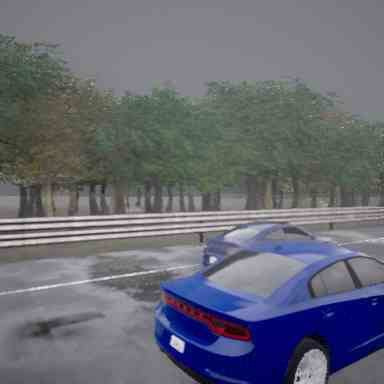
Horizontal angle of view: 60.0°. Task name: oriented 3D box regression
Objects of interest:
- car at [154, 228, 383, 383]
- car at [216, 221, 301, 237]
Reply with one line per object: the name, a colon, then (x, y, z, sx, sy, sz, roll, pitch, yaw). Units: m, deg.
car: (1.870, 1.506, 5.030, 5.008, 1.535, 1.882, 1, 0, -35)
car: (2.444, 1.574, 9.698, 4.674, 1.442, 1.812, 1, 0, -35)
